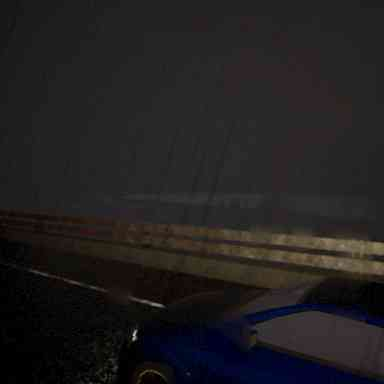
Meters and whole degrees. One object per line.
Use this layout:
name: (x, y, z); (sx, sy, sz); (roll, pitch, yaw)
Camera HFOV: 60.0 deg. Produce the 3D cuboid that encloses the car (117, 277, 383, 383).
car: (1.264, 1.560, 3.103); (4.181, 1.385, 1.994); (0, 0, 36)
